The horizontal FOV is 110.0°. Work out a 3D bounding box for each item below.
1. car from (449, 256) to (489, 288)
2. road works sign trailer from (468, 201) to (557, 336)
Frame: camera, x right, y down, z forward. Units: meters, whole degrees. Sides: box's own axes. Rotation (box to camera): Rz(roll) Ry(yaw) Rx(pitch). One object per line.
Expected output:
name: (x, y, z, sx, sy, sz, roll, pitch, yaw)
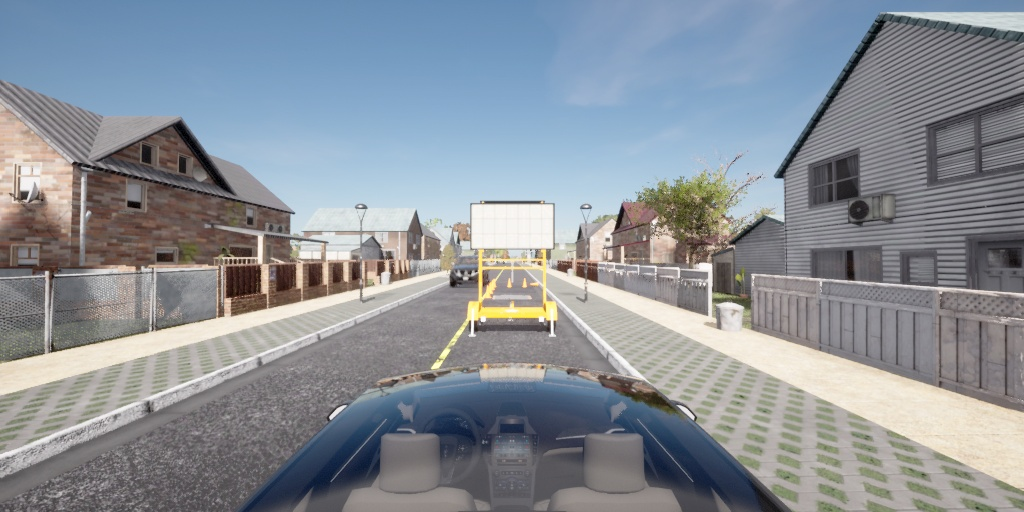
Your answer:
car: (-2.750, 0.998, 24.113, 2.150, 2.045, 5.566, 0, 0, 0)
road works sign trailer: (0.014, 0.220, 10.344, 2.380, 3.560, 2.880, 0, 0, 0)
